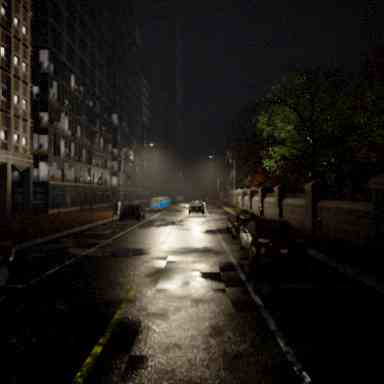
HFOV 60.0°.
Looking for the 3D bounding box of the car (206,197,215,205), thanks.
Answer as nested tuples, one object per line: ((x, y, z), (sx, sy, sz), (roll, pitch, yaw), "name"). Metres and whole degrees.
((3.878, 2.032, 68.491), (1.887, 1.381, 4.507), (0, 0, 2), "car")

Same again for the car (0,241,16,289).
((-5.305, 1.590, 6.597), (1.887, 1.381, 4.507), (0, 0, 0), "car")

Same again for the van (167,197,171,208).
((-4.653, 1.704, 51.617), (1.690, 1.788, 3.998), (0, 0, 1), "van")

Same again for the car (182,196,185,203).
((-3.513, 2.159, 85.371), (2.008, 1.369, 4.403), (0, 0, 2), "car")

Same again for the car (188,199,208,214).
((0.493, 1.819, 38.748), (2.033, 1.411, 5.357), (0, -1, 0), "car")

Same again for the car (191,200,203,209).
((0.801, 1.974, 52.839), (1.895, 1.301, 4.718), (0, 0, 1), "car")

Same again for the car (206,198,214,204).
((4.290, 2.135, 79.780), (1.947, 1.339, 4.313), (0, 0, 2), "car")

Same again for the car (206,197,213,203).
((4.770, 2.093, 91.061), (1.967, 1.590, 4.097), (0, 0, 3), "car")

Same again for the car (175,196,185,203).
((-3.266, 1.965, 90.997), (2.192, 1.841, 5.009), (0, 0, 3), "car")

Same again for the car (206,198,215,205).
((4.076, 2.094, 74.133), (1.947, 1.339, 4.313), (0, 0, 2), "car")

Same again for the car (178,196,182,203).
((-3.955, 2.077, 74.124), (2.008, 1.369, 4.403), (0, 0, 2), "car")

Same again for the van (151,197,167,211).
((-4.789, 1.663, 45.983), (1.690, 1.788, 3.998), (0, 0, 1), "van")

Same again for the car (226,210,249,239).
((2.790, 1.650, 17.862), (1.752, 1.417, 4.829), (0, 0, 1), "car")

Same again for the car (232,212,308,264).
((2.746, 1.629, 12.052), (1.887, 1.381, 4.507), (0, 0, 0), "car")

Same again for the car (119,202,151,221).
((-5.105, 1.768, 29.100), (1.947, 1.339, 4.313), (0, 0, 1), "car")

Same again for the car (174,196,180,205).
((-4.152, 2.051, 68.491), (1.947, 1.339, 4.313), (0, 0, 2), "car")

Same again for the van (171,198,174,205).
((-4.504, 1.744, 57.243), (1.690, 1.788, 3.998), (0, 0, 1), "van")
